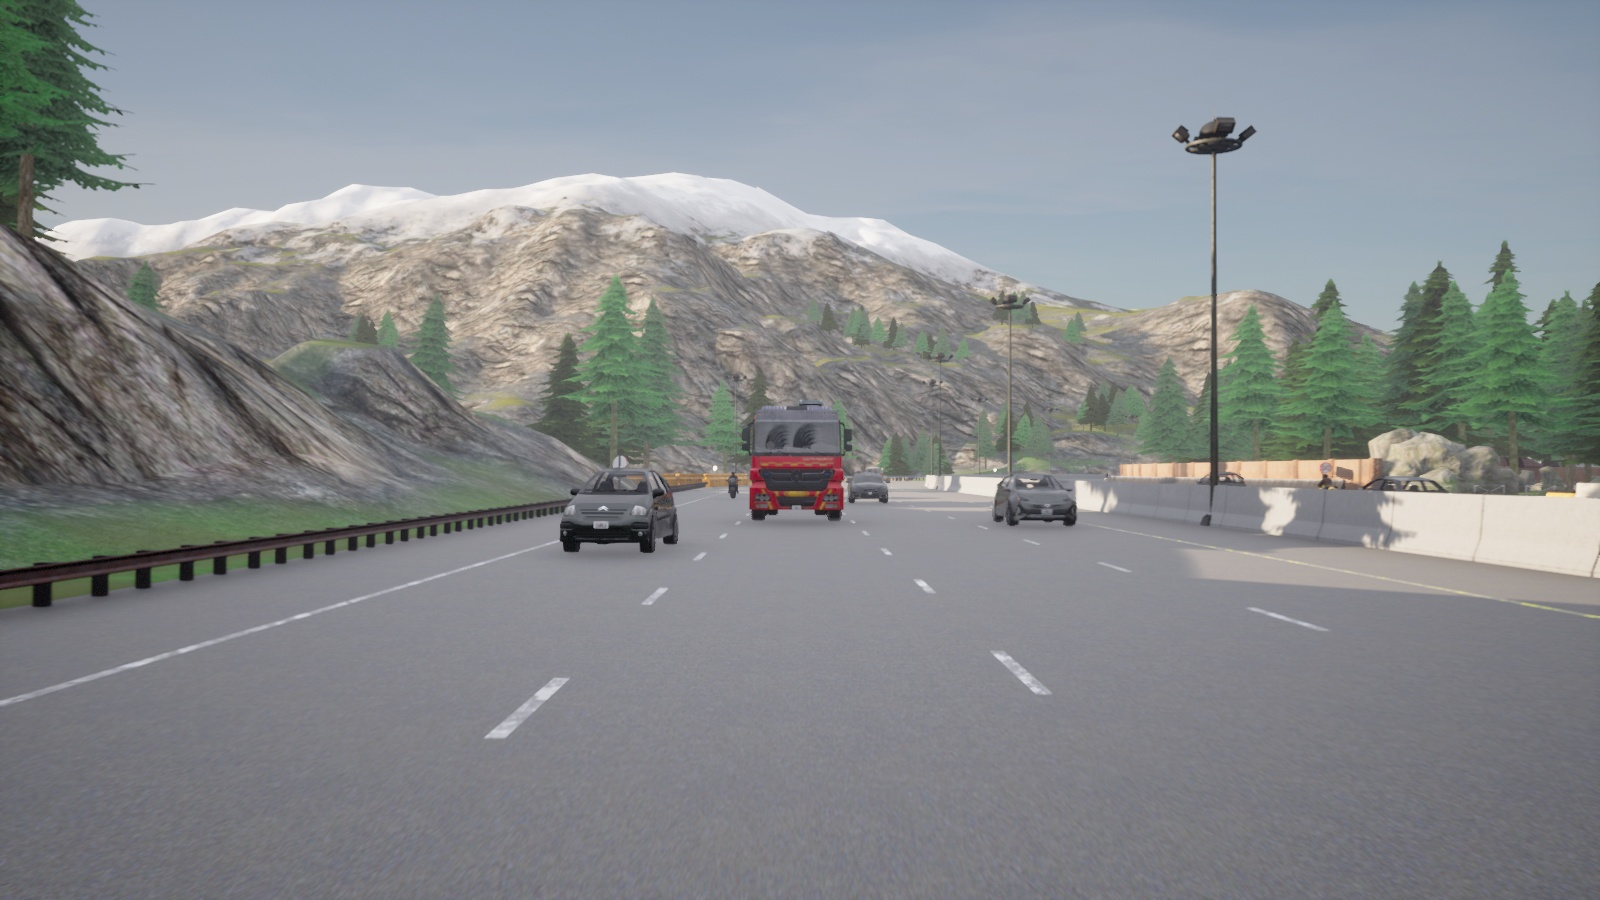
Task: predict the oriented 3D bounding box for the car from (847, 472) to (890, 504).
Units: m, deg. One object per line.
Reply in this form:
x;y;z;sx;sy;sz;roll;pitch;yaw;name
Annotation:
3.349;1.846;62.046;1.837;1.490;4.892;0;-1;0;car

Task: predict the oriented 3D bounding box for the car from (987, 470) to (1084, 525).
6.909;1.359;37.271;2.007;1.525;4.514;0;-1;0;car

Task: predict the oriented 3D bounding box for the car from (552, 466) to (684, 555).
-3.521;1.146;25.032;1.851;1.617;3.988;0;-1;3;car

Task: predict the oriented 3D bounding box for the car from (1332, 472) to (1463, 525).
17.411;1.376;36.834;1.816;1.474;4.193;0;-1;0;car

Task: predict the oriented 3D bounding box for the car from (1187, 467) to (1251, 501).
20.847;1.679;62.606;1.851;1.617;3.988;0;-1;0;car

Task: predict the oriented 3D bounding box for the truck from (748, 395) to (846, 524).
-0.105;0.347;41.575;2.891;3.827;8.468;0;-1;0;truck
